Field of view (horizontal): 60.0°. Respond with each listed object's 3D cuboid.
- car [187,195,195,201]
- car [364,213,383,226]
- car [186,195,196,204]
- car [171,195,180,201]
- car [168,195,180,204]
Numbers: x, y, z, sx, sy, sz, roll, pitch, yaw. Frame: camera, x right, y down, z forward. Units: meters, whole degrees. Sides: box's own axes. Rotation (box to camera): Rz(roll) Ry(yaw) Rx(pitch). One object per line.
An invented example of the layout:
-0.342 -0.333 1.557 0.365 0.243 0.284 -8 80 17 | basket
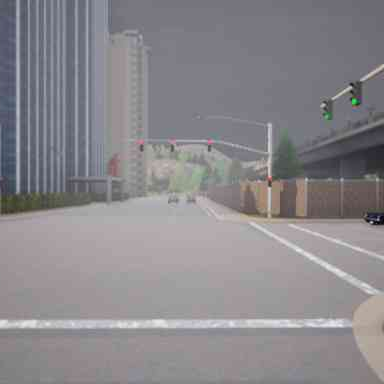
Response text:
-0.189 1.310 74.293 1.812 1.442 4.674 0 0 0 | car
13.773 1.634 21.441 4.718 1.301 1.895 0 0 0 | car
-0.162 1.483 63.892 2.033 1.411 5.357 0 0 0 | car
-3.689 1.381 74.314 1.895 1.301 4.718 0 0 0 | car
-3.662 1.483 63.883 2.033 1.411 5.357 0 0 0 | car
